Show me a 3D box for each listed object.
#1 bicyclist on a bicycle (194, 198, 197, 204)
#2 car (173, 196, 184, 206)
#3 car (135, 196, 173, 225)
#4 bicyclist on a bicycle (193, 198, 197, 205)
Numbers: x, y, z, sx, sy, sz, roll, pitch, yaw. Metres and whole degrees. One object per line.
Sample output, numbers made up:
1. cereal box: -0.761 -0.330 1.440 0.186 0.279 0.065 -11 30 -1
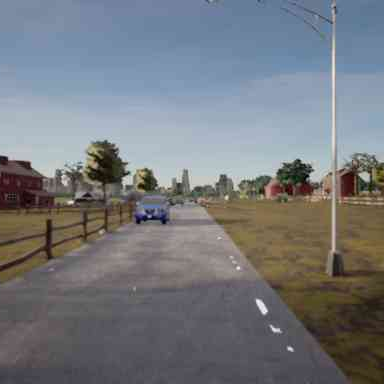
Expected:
1. bicyclist on a bicycle: 0.759 1.998 69.193 0.582 1.620 1.656 0 -1 0
2. car: -2.756 1.763 65.831 2.150 2.045 5.566 0 0 0
3. car: -2.849 1.305 25.143 2.150 2.045 5.566 0 0 0
4. bicyclist on a bicycle: 0.754 2.122 78.191 0.866 1.612 1.509 0 -1 0
